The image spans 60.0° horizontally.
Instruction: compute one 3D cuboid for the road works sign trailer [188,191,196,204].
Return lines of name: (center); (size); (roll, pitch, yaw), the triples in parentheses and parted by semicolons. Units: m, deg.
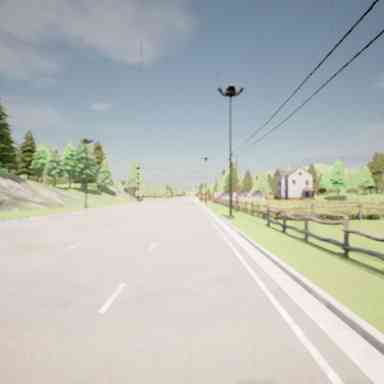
road works sign trailer: (0.009, 1.439, 92.040); (2.380, 3.560, 2.880); (0, -1, 0)
